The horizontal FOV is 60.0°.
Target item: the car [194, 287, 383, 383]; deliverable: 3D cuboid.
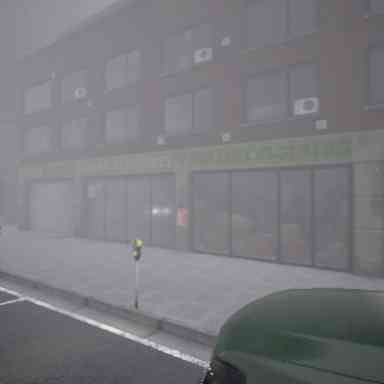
[{"bbox_3d":[2.562,1.229,1.481,5.566,2.045,2.150,0,-1,37],"label":"car"}]
